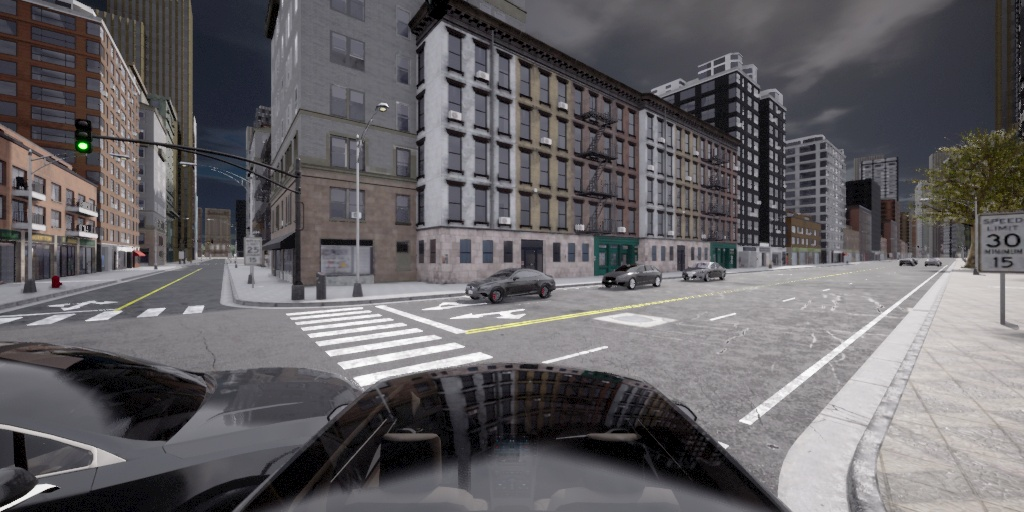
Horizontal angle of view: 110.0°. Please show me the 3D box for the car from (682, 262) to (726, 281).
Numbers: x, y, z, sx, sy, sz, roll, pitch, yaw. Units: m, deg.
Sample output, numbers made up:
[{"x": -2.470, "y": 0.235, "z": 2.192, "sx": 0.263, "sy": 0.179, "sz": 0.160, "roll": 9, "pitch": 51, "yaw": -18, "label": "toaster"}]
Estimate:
[{"x": 15.805, "y": 1.237, "z": 29.417, "sx": 4.902, "sy": 1.511, "sz": 2.128, "roll": 0, "pitch": 0, "yaw": -39, "label": "car"}]

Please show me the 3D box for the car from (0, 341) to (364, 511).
[{"x": -3.214, "y": 1.257, "z": 1.843, "sx": 4.892, "sy": 1.490, "sz": 1.837, "roll": 0, "pitch": 0, "yaw": -34, "label": "car"}]

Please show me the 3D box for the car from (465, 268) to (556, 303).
[{"x": 0.042, "y": 1.287, "z": 16.799, "sx": 4.674, "sy": 1.442, "sz": 1.812, "roll": 0, "pitch": 0, "yaw": -39, "label": "car"}]

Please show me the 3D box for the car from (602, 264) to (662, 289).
[{"x": 7.764, "y": 1.259, "z": 22.986, "sx": 4.892, "sy": 1.490, "sz": 1.837, "roll": 0, "pitch": 0, "yaw": -39, "label": "car"}]
